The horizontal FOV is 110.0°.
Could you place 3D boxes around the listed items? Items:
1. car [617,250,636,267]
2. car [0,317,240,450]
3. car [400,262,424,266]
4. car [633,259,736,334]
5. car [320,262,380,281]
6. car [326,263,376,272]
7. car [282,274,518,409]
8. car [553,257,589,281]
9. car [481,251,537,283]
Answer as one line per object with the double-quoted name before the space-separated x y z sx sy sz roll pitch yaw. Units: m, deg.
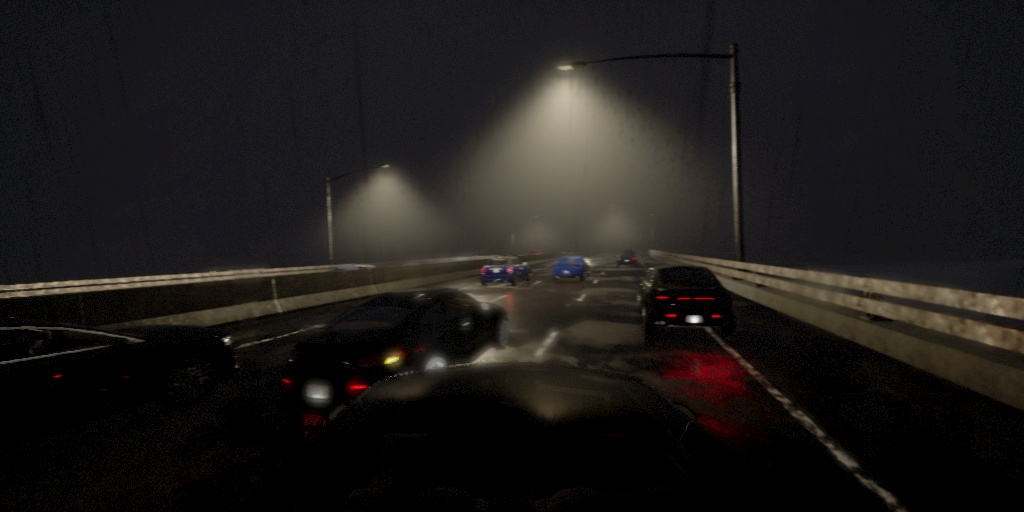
"car" 12.245 0.370 38.180 1.994 1.385 4.181 -2 1 18
"car" -5.807 1.421 3.890 2.128 1.511 4.902 -2 1 17
"car" -8.629 1.222 30.943 1.994 1.385 4.181 -2 1 18
"car" 4.412 0.985 9.622 1.837 1.490 4.892 -2 1 17
"car" -15.083 1.402 33.747 2.033 1.411 5.357 -2 1 18
"car" -12.715 1.424 29.646 1.895 1.301 4.718 -2 1 18
"car" -1.471 1.265 6.145 1.812 1.442 4.674 -2 1 17
"car" 4.046 0.771 24.007 1.882 1.535 5.008 -2 1 18
"car" -0.240 0.826 22.040 2.097 1.767 4.553 -2 1 17
